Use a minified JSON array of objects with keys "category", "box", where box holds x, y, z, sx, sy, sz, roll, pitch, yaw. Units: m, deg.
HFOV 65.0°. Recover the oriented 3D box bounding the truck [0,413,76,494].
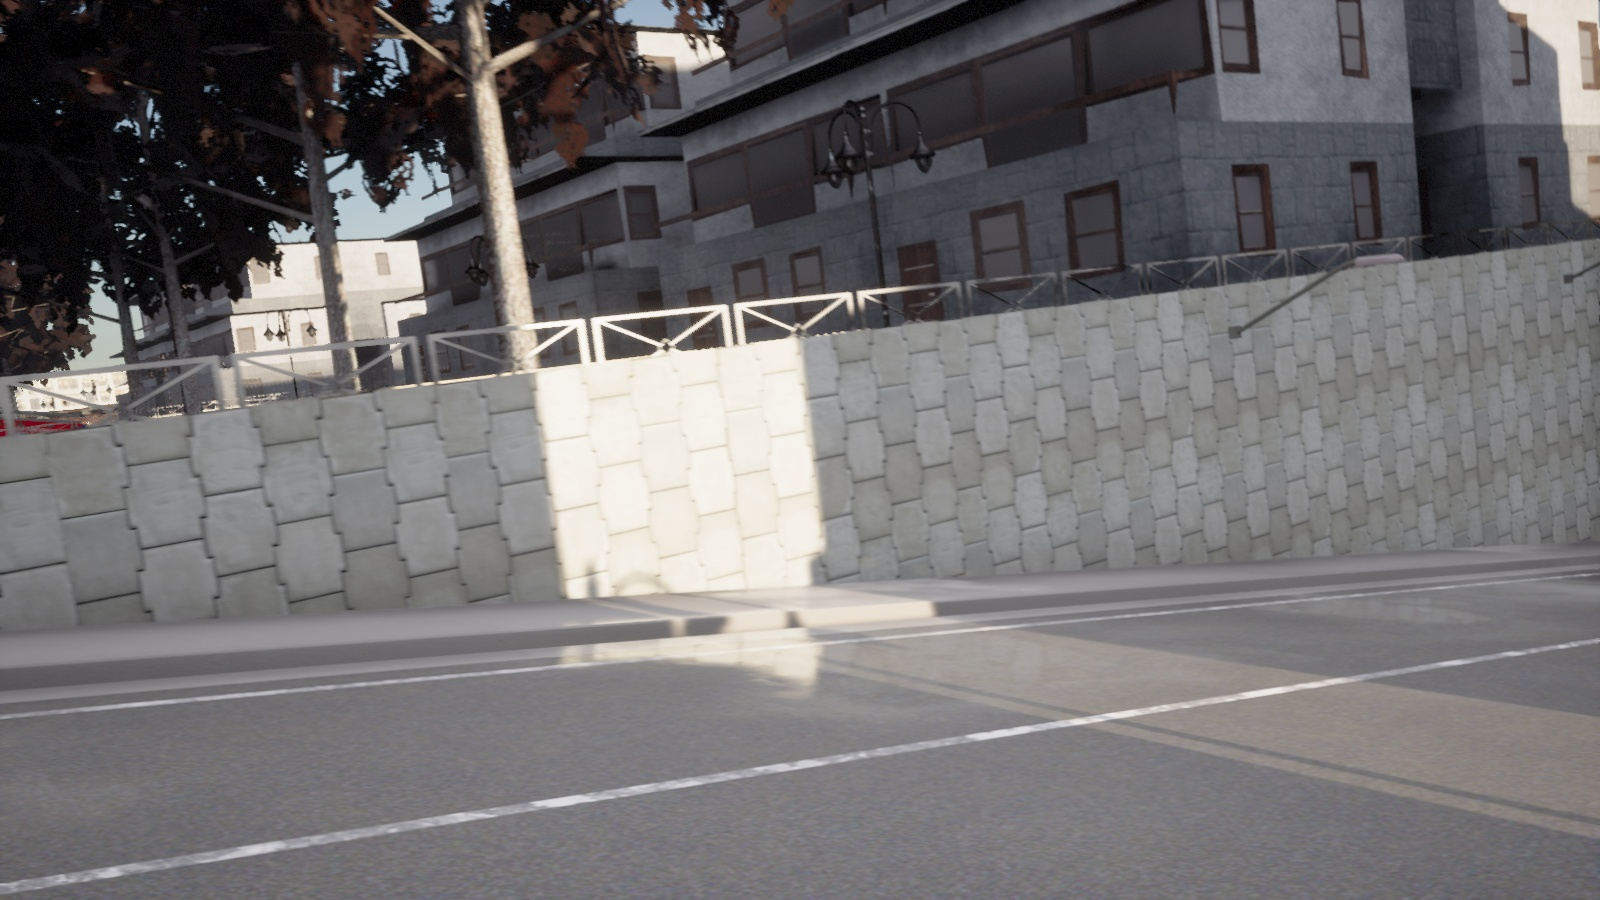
[{"category":"truck","box":[-40.328,0.120,61.041,8.468,3.827,2.891,3,-2,-36]}]
